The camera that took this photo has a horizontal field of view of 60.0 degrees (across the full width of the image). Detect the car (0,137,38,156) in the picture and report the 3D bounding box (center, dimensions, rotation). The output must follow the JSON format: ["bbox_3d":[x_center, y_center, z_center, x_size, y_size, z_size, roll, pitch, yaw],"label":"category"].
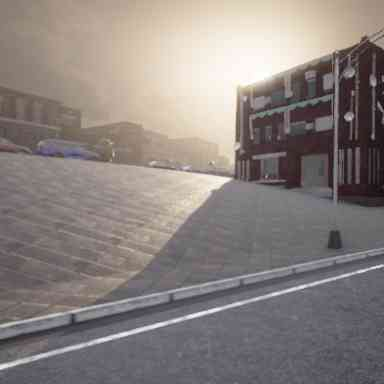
[{"bbox_3d":[-14.699,-3.356,25.327,2.185,1.767,4.553,0,-1,45],"label":"car"}]

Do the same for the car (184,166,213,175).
[{"bbox_3d":[0.058,-2.479,41.881,2.002,1.452,4.674,0,-2,40],"label":"car"}]

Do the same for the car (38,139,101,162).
[{"bbox_3d":[-10.828,-3.335,29.390,2.435,2.045,5.566,0,-1,44],"label":"car"}]

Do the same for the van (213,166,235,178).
[{"bbox_3d":[3.642,-2.506,46.284,1.878,1.987,4.442,0,-2,39],"label":"van"}]

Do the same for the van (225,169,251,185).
[{"bbox_3d":[7.024,-2.252,50.663,1.878,1.987,4.442,0,-2,38],"label":"van"}]

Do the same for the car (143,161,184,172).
[{"bbox_3d":[-3.501,-2.689,37.637,2.002,1.452,4.674,0,-2,41],"label":"car"}]
